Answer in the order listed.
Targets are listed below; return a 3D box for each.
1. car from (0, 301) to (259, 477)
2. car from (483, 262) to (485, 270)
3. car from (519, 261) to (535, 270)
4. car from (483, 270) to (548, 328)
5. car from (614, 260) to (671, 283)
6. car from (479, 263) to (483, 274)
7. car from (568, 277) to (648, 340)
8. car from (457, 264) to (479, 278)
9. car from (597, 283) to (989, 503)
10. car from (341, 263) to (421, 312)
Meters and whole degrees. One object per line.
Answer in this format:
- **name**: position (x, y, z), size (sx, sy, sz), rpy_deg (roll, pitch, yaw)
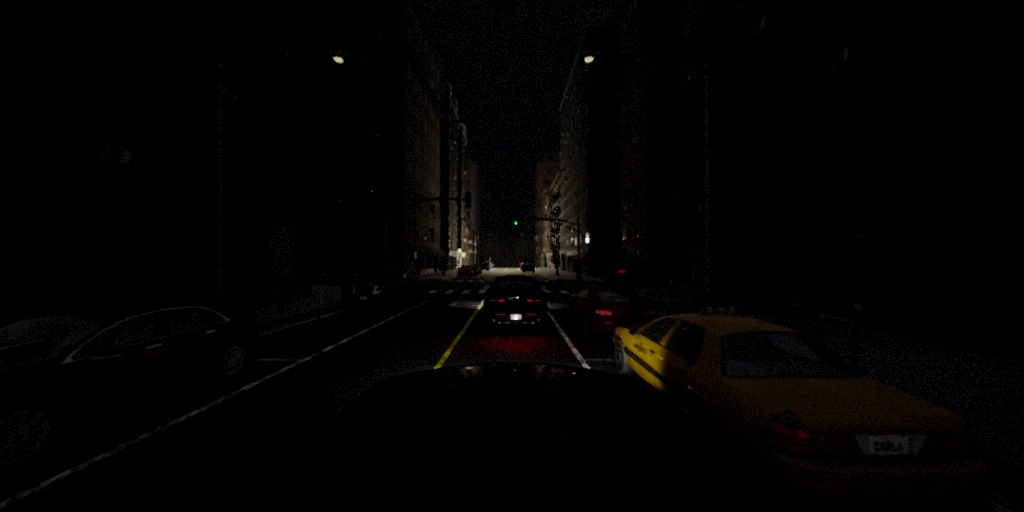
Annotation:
- **car**: position (-5.387, 1.337, 4.649), size (2.007, 1.370, 4.403), rpy_deg (0, 0, 0)
- **car**: position (-5.367, 1.914, 52.672), size (1.751, 1.417, 4.829), rpy_deg (0, 0, 0)
- **car**: position (2.661, 1.895, 58.285), size (1.967, 1.591, 4.097), rpy_deg (0, 0, 0)
- **car**: position (0.102, 1.384, 11.937), size (1.837, 1.490, 4.892), rpy_deg (0, 0, 0)
- **car**: position (10.655, 1.349, 27.468), size (5.566, 2.045, 2.150), rpy_deg (0, -1, 1)
- **car**: position (-5.369, 1.867, 47.388), size (1.888, 1.381, 4.507), rpy_deg (0, 0, 0)
- **car**: position (2.641, 1.437, 10.048), size (1.802, 1.307, 4.207), rpy_deg (0, 0, 0)
- **car**: position (-5.371, 1.805, 41.934), size (2.007, 1.370, 4.403), rpy_deg (0, 0, 0)
- **car**: position (2.638, 1.312, 4.806), size (1.751, 1.417, 4.829), rpy_deg (0, 0, 0)
- **car**: position (-5.382, 1.238, 15.473), size (2.192, 1.841, 5.009), rpy_deg (0, 0, 0)
